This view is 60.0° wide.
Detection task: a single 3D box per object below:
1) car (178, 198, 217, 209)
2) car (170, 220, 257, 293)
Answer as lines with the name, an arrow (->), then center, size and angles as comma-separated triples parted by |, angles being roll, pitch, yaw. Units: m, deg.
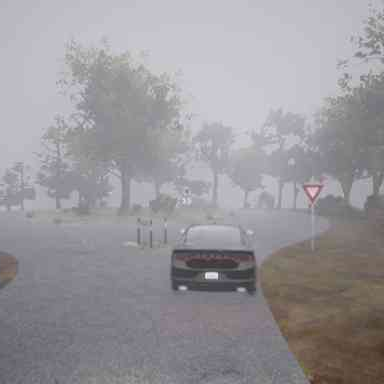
car -> 0.733, 1.540, 45.164 | 5.357, 1.411, 2.033 | 0, 0, 27
car -> 0.640, 1.476, 8.968 | 1.882, 1.535, 5.008 | 0, 0, 6
